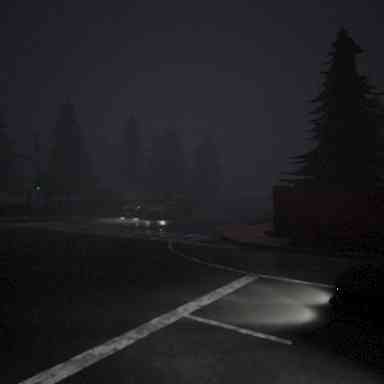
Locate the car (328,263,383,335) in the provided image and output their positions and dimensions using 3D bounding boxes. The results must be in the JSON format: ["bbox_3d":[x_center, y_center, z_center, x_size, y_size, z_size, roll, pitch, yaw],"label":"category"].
[{"bbox_3d":[4.932,1.539,4.747,5.357,1.411,2.033,0,0,36],"label":"car"}]

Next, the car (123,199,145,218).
[{"bbox_3d":[-4.589,1.498,32.594,2.097,1.767,4.553,0,0,35],"label":"car"}]

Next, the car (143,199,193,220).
[{"bbox_3d":[-1.857,1.601,30.399,1.882,1.535,5.008,0,0,35],"label":"car"}]
